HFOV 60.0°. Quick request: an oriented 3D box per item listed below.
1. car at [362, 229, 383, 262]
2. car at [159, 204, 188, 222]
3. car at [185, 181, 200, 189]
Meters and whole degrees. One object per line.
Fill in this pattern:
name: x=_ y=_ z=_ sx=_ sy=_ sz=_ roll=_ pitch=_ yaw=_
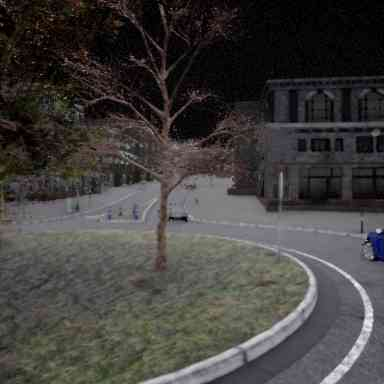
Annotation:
car: x=6.472 y=1.536 z=9.315 sx=1.882 sy=1.535 sz=5.008 roll=1 pitch=0 yaw=12
car: x=-1.580 y=1.648 z=27.303 sx=1.994 sy=1.385 sz=4.181 roll=0 pitch=1 yaw=-12
car: x=0.164 y=-1.356 z=63.146 sx=1.895 sy=1.301 sz=4.718 roll=0 pitch=6 yaw=13
